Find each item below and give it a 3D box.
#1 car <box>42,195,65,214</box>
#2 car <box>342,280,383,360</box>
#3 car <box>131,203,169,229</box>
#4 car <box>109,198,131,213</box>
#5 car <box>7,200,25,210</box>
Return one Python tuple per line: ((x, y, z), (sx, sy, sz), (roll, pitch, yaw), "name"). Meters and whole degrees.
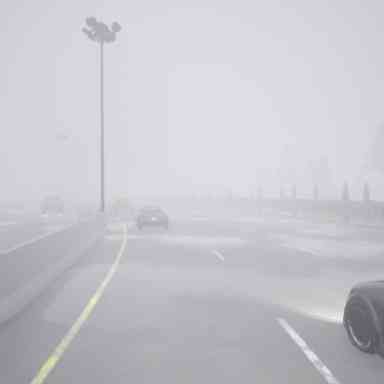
((-16.136, 1.383, 38.566), (2.150, 2.045, 5.566), (0, 0, -26), "car")
((3.356, 1.547, 3.461), (1.994, 1.385, 4.181), (0, 0, -2), "car")
((-2.760, 1.591, 22.057), (1.994, 1.385, 4.181), (0, 0, -13), "car")
((-8.278, 1.447, 38.518), (2.097, 1.767, 4.553), (-1, 0, -23), "car")
((-25.469, 1.848, 48.011), (1.994, 1.385, 4.181), (0, 0, -33), "car")
